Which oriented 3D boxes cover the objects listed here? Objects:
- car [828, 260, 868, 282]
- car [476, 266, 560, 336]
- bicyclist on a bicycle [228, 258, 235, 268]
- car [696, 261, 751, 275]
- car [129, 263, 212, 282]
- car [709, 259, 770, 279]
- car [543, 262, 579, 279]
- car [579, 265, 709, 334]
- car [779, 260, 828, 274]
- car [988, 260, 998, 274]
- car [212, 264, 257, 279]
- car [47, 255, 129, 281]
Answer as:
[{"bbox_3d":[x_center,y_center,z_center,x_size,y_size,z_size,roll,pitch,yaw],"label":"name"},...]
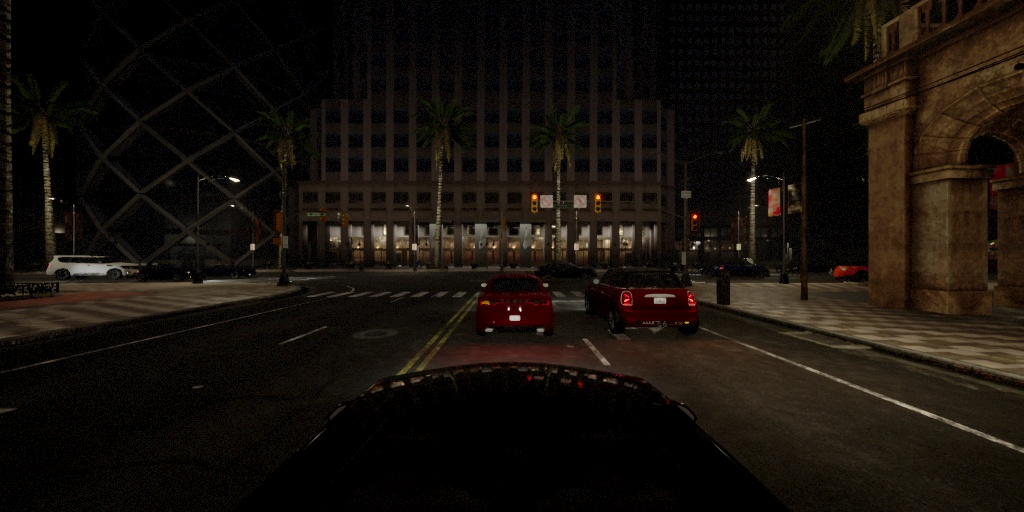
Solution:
[{"bbox_3d":[28.649,1.102,28.642,4.553,1.767,2.097,0,0,0],"label":"car"},{"bbox_3d":[0.080,1.228,10.433,1.882,1.535,5.008,0,0,0],"label":"car"},{"bbox_3d":[-35.750,1.050,45.689,0.582,1.620,1.656,0,0,-12],"label":"bicyclist on a bicycle"},{"bbox_3d":[23.170,1.255,39.359,4.892,1.490,1.837,0,0,0],"label":"car"},{"bbox_3d":[-27.013,1.314,28.463,4.181,1.385,1.994,0,0,-4],"label":"car"},{"bbox_3d":[20.394,1.102,32.167,4.553,1.767,2.097,0,0,0],"label":"car"},{"bbox_3d":[4.295,1.241,28.714,4.902,1.511,2.128,0,0,0],"label":"car"},{"bbox_3d":[3.582,1.102,10.774,2.097,1.767,4.553,0,0,0],"label":"car"},{"bbox_3d":[32.777,1.228,39.327,5.008,1.535,1.882,0,0,0],"label":"car"},{"bbox_3d":[46.788,1.297,32.069,5.357,1.411,2.033,0,0,0],"label":"car"},{"bbox_3d":[-25.727,1.351,32.062,4.718,1.301,1.895,0,0,-3],"label":"car"},{"bbox_3d":[-35.338,0.968,30.547,5.566,2.045,2.150,0,0,-19],"label":"car"}]
